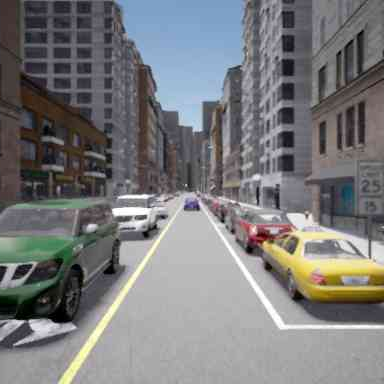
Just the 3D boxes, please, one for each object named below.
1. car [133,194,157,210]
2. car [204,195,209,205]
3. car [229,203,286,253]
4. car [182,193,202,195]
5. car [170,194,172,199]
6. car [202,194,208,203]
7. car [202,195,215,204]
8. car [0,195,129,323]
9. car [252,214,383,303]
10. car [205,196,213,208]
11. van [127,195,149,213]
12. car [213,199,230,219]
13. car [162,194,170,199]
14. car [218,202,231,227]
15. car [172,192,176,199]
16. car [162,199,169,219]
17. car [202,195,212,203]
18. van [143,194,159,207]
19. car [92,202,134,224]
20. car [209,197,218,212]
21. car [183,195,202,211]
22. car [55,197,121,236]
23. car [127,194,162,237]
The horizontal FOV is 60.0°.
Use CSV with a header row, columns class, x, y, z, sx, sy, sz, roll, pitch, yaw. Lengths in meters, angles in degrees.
class,x,y,z,sx,sy,sz,roll,pitch,yaw
car,-5.714,1.163,41.101,2.192,1.841,5.009,0,0,0
car,2.812,1.424,41.111,1.802,1.307,4.206,0,0,0
car,2.842,1.396,13.481,1.967,1.590,4.097,0,0,0
car,-0.044,1.297,49.847,2.128,1.511,4.902,0,0,0
car,-5.744,1.160,68.731,1.967,1.590,4.097,0,0,0
car,2.800,1.342,52.163,2.008,1.369,4.403,0,0,0
car,2.794,1.316,57.688,2.008,1.369,4.403,0,0,0
car,-3.106,1.205,7.492,2.150,2.045,5.566,0,0,0
car,2.848,1.501,8.125,1.752,1.417,4.829,0,0,0
car,2.819,1.416,35.585,2.008,1.369,4.403,0,0,0
van,-5.708,1.213,35.575,1.690,1.788,3.998,0,0,0
car,2.830,1.478,24.533,1.947,1.339,4.313,0,0,0
car,-5.737,1.272,63.035,1.752,1.417,4.829,0,0,0
car,2.836,1.485,19.007,2.008,1.369,4.403,0,0,0
car,-5.762,1.172,85.138,1.752,1.417,4.829,0,0,0
car,-3.070,1.503,28.035,1.895,1.301,4.718,0,0,0
car,2.788,1.321,63.214,1.802,1.307,4.206,0,0,0
van,-5.717,1.164,46.626,1.690,1.788,3.998,0,0,0
car,-5.695,1.469,24.525,2.008,1.369,4.403,0,0,0
car,2.824,1.434,30.060,1.887,1.381,4.507,0,0,0
car,-0.038,1.379,38.862,1.812,1.442,4.674,0,0,0
car,-5.690,1.256,18.998,2.192,1.841,5.009,0,0,0
car,-3.109,1.165,17.858,2.150,2.045,5.566,0,0,0
